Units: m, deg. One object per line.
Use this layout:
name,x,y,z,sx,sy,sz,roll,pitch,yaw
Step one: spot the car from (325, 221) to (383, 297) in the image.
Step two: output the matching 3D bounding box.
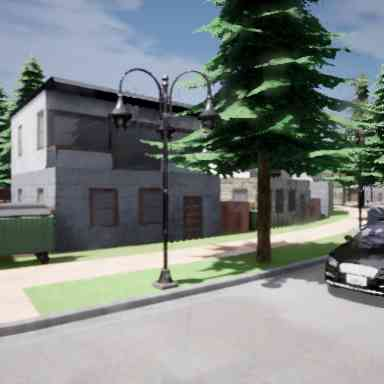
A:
car,5.113,1.478,8.185,4.902,1.511,2.128,0,0,-41
